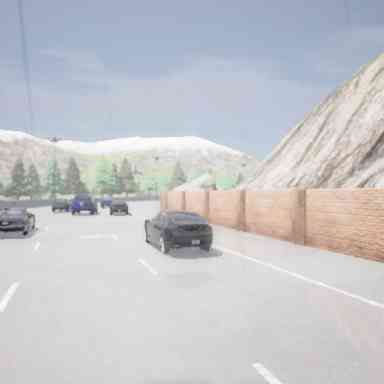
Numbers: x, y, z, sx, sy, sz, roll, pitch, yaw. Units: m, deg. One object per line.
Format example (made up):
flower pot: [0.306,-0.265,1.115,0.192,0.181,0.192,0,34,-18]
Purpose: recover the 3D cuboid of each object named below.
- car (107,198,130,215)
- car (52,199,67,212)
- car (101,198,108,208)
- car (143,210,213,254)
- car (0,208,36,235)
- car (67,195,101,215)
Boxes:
car: [-7.724,1.591,35.462,1.837,1.490,4.892,0,0,-12]
car: [-15.424,1.601,40.201,2.128,1.511,4.902,0,-1,-6]
car: [-12.138,1.599,49.714,1.882,1.535,5.008,0,0,3]
car: [-0.729,1.528,13.765,1.837,1.490,4.892,0,-1,-21]
car: [-10.151,1.609,18.970,2.033,1.411,5.357,0,0,-20]
car: [-11.290,1.317,35.221,2.150,2.045,5.566,0,0,-10]
